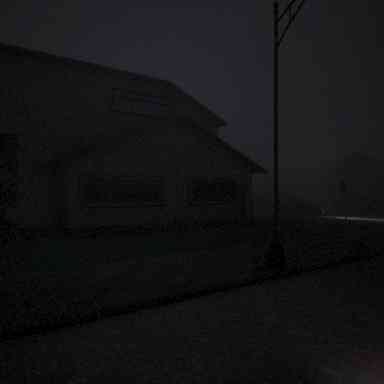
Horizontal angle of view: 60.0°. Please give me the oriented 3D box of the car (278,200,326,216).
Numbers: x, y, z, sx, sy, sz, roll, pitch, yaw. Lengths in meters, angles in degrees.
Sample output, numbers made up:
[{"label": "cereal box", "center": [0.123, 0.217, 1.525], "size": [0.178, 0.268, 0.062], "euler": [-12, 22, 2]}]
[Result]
[{"label": "car", "center": [10.539, 1.492, 32.247], "size": [2.128, 1.511, 4.902], "euler": [0, 0, -35]}]
